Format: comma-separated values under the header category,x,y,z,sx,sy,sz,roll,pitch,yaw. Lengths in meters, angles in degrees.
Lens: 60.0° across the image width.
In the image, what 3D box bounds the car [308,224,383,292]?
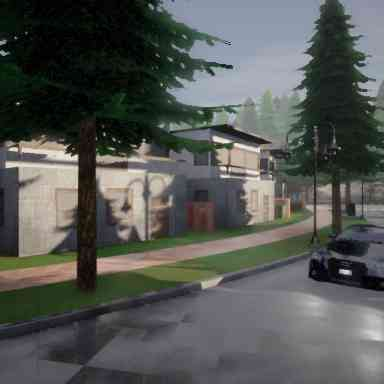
category,x,y,z,sx,sy,sz,roll,pitch,yaw
car,4.714,1.566,8.713,1.994,1.385,4.181,0,0,43
